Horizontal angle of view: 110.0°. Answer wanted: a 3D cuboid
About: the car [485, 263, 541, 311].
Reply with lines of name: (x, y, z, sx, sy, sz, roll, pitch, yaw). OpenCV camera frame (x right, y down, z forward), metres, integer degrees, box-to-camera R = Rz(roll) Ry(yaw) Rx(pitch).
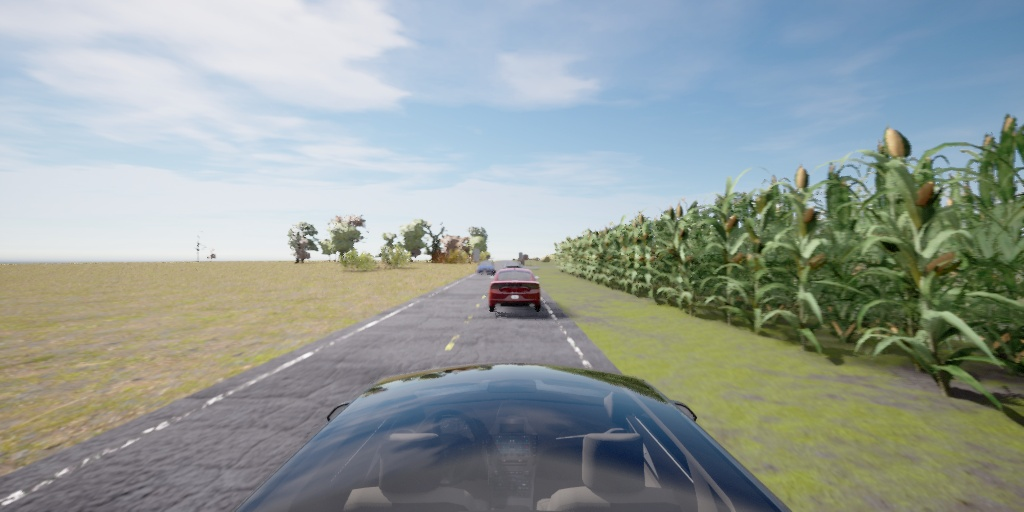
car: (0.102, 1.234, 14.586, 1.882, 1.535, 5.008, 0, 0, 0)

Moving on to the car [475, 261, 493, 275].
car: (-2.822, 1.313, 39.688, 1.812, 1.442, 4.674, 0, 0, 0)
